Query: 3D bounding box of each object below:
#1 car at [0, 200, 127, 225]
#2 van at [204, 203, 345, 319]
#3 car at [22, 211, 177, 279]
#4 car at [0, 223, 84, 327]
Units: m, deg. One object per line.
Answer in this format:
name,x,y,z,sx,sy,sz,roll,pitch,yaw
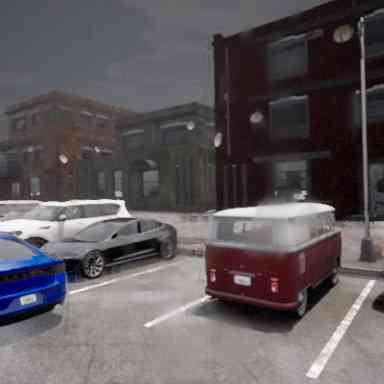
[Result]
car,-4.687,1.329,12.268,2.435,2.045,5.566,-1,0,36
van,2.134,1.281,7.578,1.878,1.987,4.442,-1,0,36
car,-2.441,1.587,10.664,2.163,1.488,4.792,-1,0,36
car,-4.576,1.549,6.646,5.008,1.535,1.882,-1,0,36
